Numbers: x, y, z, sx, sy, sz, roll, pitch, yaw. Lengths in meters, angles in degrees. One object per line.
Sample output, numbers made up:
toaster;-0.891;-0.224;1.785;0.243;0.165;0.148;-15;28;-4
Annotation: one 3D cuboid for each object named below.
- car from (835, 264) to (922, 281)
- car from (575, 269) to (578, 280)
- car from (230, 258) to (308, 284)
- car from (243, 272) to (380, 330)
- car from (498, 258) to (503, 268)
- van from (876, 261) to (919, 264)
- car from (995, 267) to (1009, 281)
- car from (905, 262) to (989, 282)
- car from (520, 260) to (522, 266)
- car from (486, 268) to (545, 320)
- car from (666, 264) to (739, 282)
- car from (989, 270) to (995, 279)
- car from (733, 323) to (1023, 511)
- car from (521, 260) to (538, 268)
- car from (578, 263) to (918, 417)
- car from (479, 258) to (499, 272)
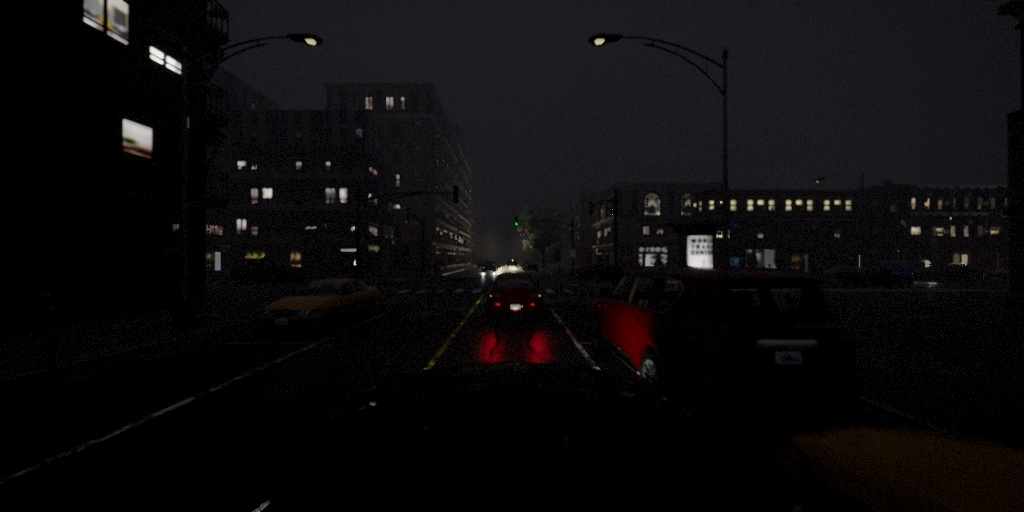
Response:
car;26.150;1.501;25.895;4.507;1.381;1.888;0;0;0
car;7.454;1.351;28.175;5.008;1.535;1.882;1;-2;-16
car;-17.274;1.093;25.645;5.009;1.841;2.192;0;0;0
car;-5.690;1.307;11.243;1.751;1.417;4.829;0;0;0
car;-3.019;1.544;65.317;1.812;1.442;4.674;0;0;0
van;37.140;1.377;34.405;3.998;1.789;1.690;0;0;0
car;48.022;1.620;34.480;4.829;1.417;1.751;0;0;0
car;38.478;1.540;31.808;4.892;1.490;1.837;0;0;0
car;2.697;1.406;55.058;1.967;1.591;4.097;0;0;0
car;0.100;1.312;12.653;1.812;1.442;4.674;0;0;0
car;16.761;1.479;31.675;5.357;1.411;2.033;0;0;0
car;42.666;1.616;34.443;4.403;1.370;2.007;0;0;0
car;2.690;1.271;0.502;1.751;1.417;4.829;0;0;0
car;2.696;1.489;49.362;2.007;1.370;4.403;0;0;0
car;2.691;1.078;5.872;2.192;1.841;5.009;0;0;0
car;-3.078;1.441;48.962;1.837;1.490;4.892;0;0;0
